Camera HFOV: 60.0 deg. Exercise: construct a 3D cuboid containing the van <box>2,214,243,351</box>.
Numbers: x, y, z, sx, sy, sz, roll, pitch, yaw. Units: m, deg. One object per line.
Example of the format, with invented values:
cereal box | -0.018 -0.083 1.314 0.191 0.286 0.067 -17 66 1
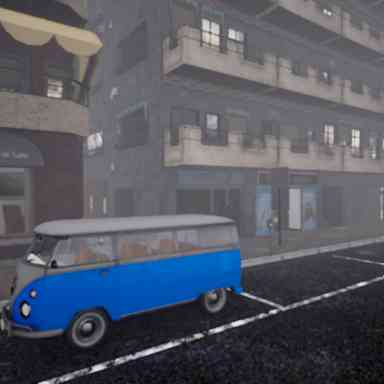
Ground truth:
van | -0.947 1.330 5.890 3.998 1.788 1.690 0 0 -35
